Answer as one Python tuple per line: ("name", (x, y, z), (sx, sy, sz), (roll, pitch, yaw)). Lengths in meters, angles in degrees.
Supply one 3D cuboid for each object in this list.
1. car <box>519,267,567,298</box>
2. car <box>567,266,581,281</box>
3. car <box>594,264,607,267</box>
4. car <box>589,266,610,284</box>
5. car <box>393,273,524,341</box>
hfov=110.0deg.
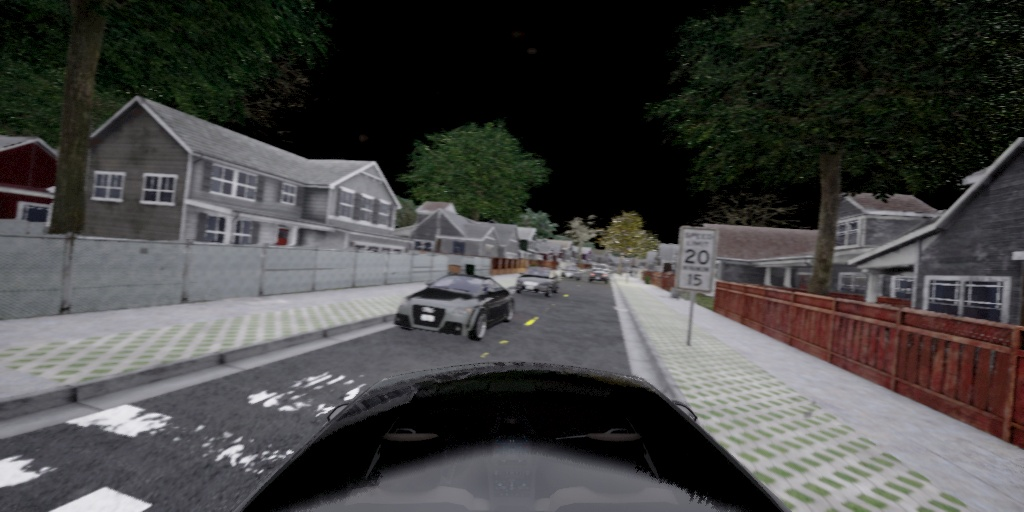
("car", (1.552, 1.381, 20.336), (2.128, 1.511, 4.902), (5, 0, 15))
("car", (6.410, 1.827, 38.550), (2.128, 1.511, 4.902), (5, 0, 15))
("car", (12.017, 2.076, 48.731), (2.150, 2.045, 5.566), (5, 0, 15))
("car", (9.354, 2.134, 38.583), (1.812, 1.442, 4.674), (5, 0, 15))
("car", (-1.280, 1.191, 9.617), (1.994, 1.385, 4.181), (5, 0, 15))
